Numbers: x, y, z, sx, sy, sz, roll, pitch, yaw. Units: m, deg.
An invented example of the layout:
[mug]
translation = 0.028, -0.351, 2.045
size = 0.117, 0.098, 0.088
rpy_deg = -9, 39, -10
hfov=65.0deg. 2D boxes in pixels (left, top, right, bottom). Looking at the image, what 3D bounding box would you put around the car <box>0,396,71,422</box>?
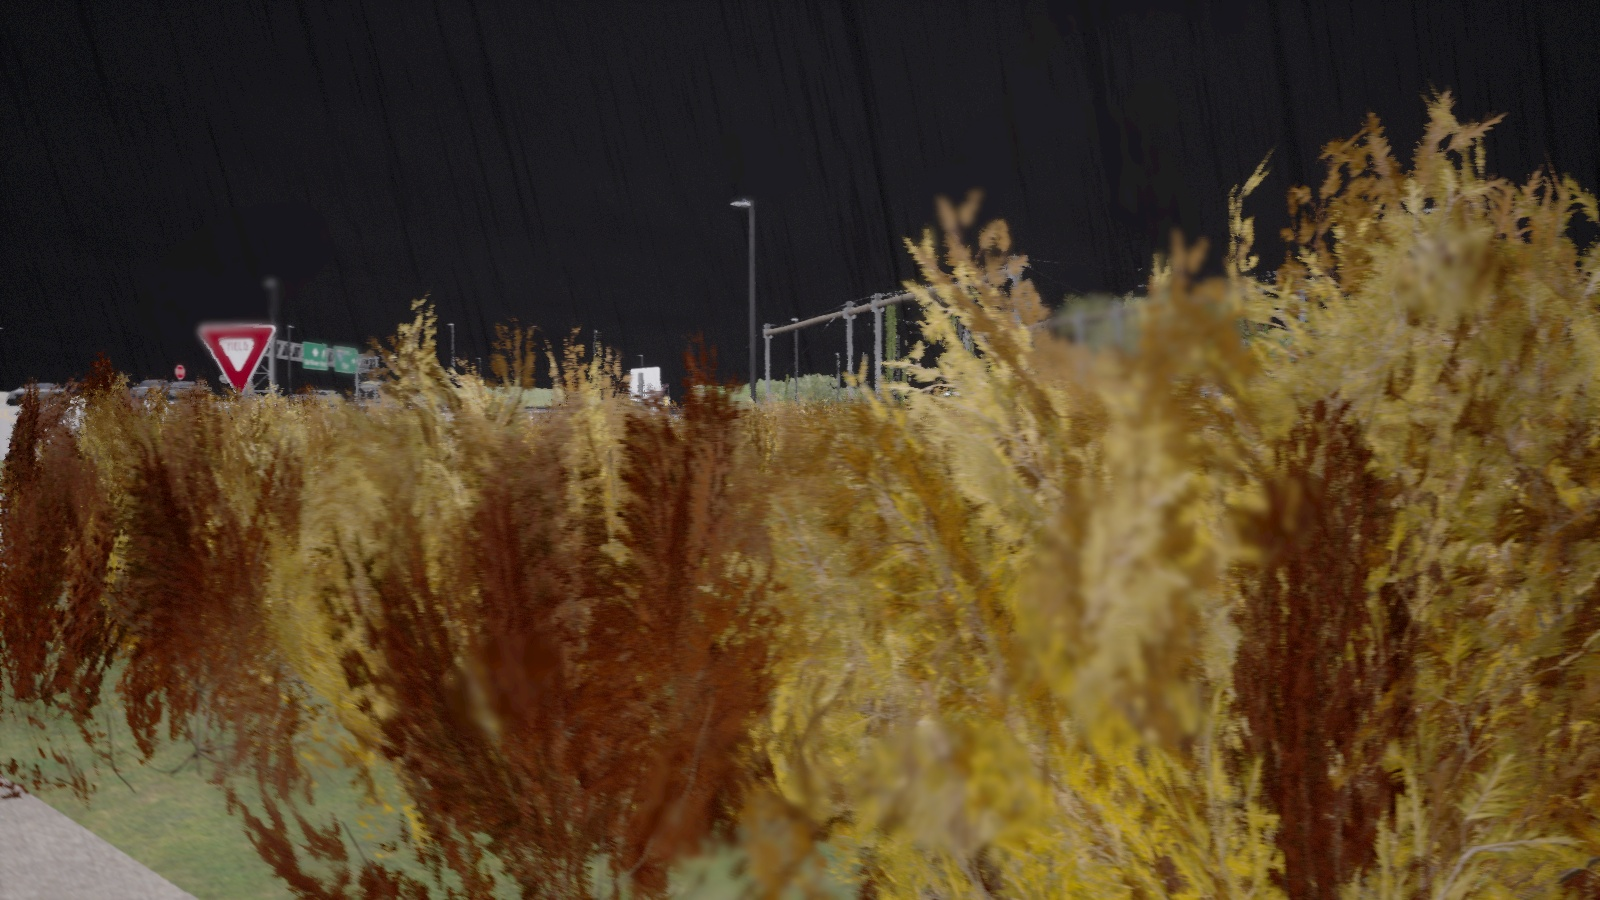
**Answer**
[car]
translation = -44.012, -2.391, 72.327
size = 1.994, 1.385, 4.181
rpy_deg = -1, 3, -8
